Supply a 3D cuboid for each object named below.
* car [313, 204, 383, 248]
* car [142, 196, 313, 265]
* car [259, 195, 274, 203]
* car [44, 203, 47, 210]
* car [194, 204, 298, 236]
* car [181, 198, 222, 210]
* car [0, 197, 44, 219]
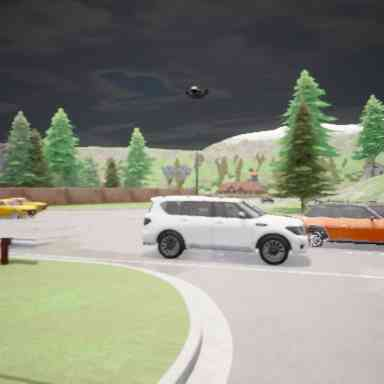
[{"bbox_3d":[6.553,1.278,13.417,4.553,1.767,2.097,0,0,16],"label":"car"},{"bbox_3d":[1.045,1.164,11.388,5.566,2.045,2.150,0,0,16],"label":"car"},{"bbox_3d":[13.310,1.294,59.446,1.895,1.301,4.718,0,0,3],"label":"car"},{"bbox_3d":[-17.474,1.326,34.021,5.008,1.535,1.882,0,1,-1],"label":"car"},{"bbox_3d":[2.942,1.455,18.130,5.357,1.411,2.033,0,0,16],"label":"car"},{"bbox_3d":[1.140,1.402,40.008,4.718,1.301,1.895,0,0,-34],"label":"car"},{"bbox_3d":[-14.982,1.358,27.054,5.008,1.535,1.882,0,0,16],"label":"car"}]
